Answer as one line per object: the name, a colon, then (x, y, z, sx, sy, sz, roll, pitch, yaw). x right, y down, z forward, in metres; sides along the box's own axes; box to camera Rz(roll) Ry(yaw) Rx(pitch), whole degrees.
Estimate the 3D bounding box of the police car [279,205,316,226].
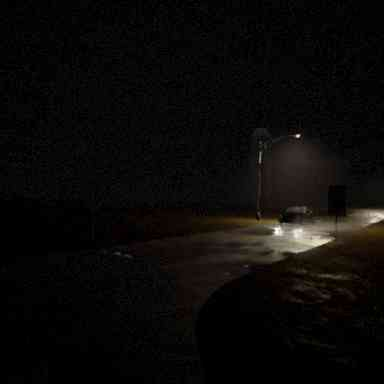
police car: (8.898, 1.893, 27.872, 1.930, 1.638, 5.238, 2, 0, 36)
